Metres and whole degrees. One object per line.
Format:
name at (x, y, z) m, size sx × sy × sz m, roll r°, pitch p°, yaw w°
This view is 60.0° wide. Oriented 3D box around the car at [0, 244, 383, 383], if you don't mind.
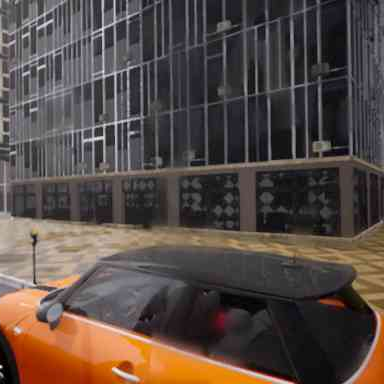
car at (-0.336, 1.359, 3.478) m, size 4.553 × 1.767 × 2.097 m, roll 0°, pitch 0°, yaw 35°
